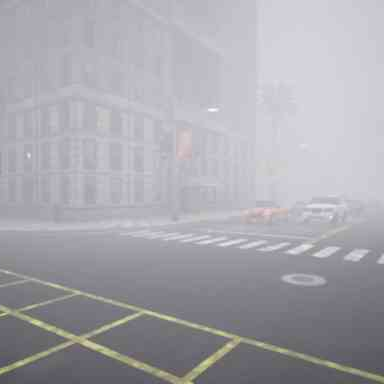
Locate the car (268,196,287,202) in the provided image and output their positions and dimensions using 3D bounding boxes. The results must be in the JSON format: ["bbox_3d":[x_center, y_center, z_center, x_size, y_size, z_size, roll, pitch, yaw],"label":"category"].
[{"bbox_3d":[20.808,1.644,80.857,4.181,1.385,1.994,0,0,33],"label":"car"}]

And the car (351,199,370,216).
[{"bbox_3d":[16.021,1.516,33.267,2.128,1.511,4.902,0,0,36],"label":"car"}]

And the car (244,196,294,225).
[{"bbox_3d":[5.626,1.381,24.757,2.097,1.767,4.553,0,0,35],"label":"car"}]

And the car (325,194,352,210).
[{"bbox_3d":[19.418,1.259,43.896,2.150,2.045,5.566,0,0,36],"label":"car"}]

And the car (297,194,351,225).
[{"bbox_3d":[10.035,1.244,24.919,2.150,2.045,5.566,0,0,35],"label":"car"}]

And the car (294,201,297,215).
[{"bbox_3d":[10.800,1.536,32.014,1.837,1.490,4.892,0,0,36],"label":"car"}]

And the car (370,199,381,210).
[{"bbox_3d":[23.378,1.576,43.369,2.033,1.411,5.357,0,0,36],"label":"car"}]
